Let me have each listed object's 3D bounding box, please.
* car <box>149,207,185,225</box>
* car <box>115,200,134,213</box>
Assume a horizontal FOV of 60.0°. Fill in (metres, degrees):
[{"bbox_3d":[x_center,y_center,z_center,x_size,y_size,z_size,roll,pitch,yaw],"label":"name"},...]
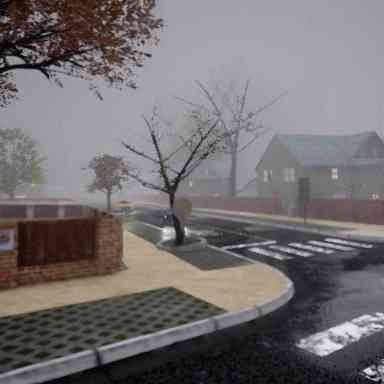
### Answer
[{"bbox_3d":[-2.120,1.914,27.404,1.895,1.301,4.718,-3,1,-22],"label":"car"},{"bbox_3d":[-9.224,1.891,45.224,1.882,1.535,5.008,-3,1,-21],"label":"car"}]
